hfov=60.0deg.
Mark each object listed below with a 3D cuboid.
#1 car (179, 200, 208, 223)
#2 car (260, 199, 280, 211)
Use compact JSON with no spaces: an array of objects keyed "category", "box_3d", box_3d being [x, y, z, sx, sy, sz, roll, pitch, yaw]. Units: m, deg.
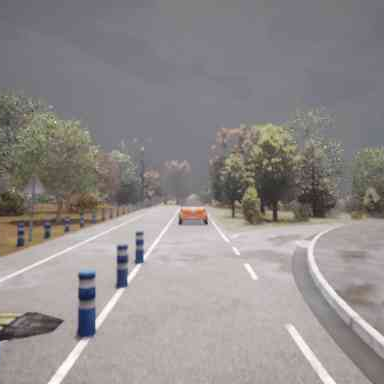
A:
[{"category":"car","box_3d":[0.085,1.400,25.855,2.097,1.767,4.553,0,0,0]},{"category":"car","box_3d":[8.176,1.545,40.031,1.837,1.490,4.892,6,-5,-43]}]
